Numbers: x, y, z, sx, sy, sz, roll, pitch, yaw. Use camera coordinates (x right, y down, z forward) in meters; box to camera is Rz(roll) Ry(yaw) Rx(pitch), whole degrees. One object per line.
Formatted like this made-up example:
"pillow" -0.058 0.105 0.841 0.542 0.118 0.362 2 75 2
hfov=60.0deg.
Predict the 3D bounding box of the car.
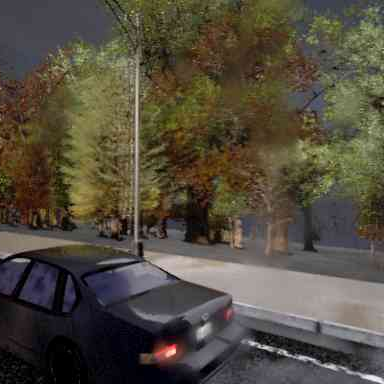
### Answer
"car" -1.922 1.547 5.023 5.357 1.411 2.033 0 0 35
